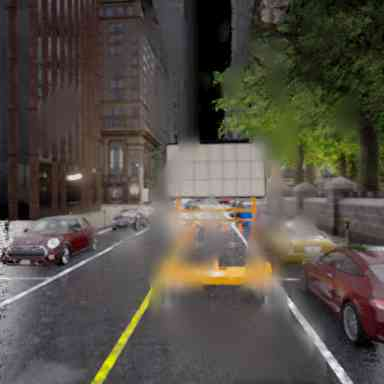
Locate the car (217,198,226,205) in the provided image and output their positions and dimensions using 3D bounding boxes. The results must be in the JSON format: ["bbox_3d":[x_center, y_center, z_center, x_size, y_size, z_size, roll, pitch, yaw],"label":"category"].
[{"bbox_3d":[7.398,2.034,76.736,2.192,1.841,5.009,-1,-1,3],"label":"car"}]

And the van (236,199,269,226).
[{"bbox_3d":[4.211,1.548,22.639,1.690,1.788,3.998,-1,-1,3],"label":"van"}]

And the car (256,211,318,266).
[{"bbox_3d":[3.573,1.621,11.778,1.752,1.417,4.829,-1,-1,3],"label":"car"}]

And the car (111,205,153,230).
[{"bbox_3d":[-4.298,1.851,23.127,2.008,1.369,4.403,-1,-1,3],"label":"car"}]

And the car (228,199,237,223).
[{"bbox_3d":[4.536,1.576,28.154,2.192,1.841,5.009,-1,-1,3],"label":"car"}]

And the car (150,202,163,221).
[{"bbox_3d":[-3.983,1.877,28.472,1.752,1.417,4.829,-1,-1,3],"label":"car"}]

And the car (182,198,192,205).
[{"bbox_3d":[-1.112,2.252,77.226,1.967,1.590,4.097,-1,-1,3],"label":"car"}]

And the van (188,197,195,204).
[{"bbox_3d":[-0.153,2.322,93.522,1.690,1.788,3.998,-1,-1,3],"label":"van"}]

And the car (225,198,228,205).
[{"bbox_3d":[4.862,1.627,33.668,2.192,1.841,5.009,0,-1,3],"label":"car"}]

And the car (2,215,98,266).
[{"bbox_3d":[-4.949,1.627,12.099,1.967,1.590,4.097,-1,-1,3],"label":"car"}]

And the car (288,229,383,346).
[{"bbox_3d":[3.238,1.618,6.093,1.802,1.307,4.206,-1,-1,3],"label":"car"}]

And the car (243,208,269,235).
[{"bbox_3d":[3.888,1.733,17.122,1.802,1.307,4.206,-1,-1,3],"label":"car"}]

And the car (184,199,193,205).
[{"bbox_3d":[-0.791,2.412,82.656,1.887,1.381,4.507,-1,-1,3],"label":"car"}]

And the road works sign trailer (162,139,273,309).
[{"bbox_3d":[0.574,0.550,8.060,2.380,3.560,2.880,-1,-1,3],"label":"road works sign trailer"}]

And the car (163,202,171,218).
[{"bbox_3d":[-3.649,1.846,34.157,1.967,1.590,4.097,-1,-1,3],"label":"car"}]

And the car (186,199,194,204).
[{"bbox_3d":[-0.471,2.490,88.088,1.947,1.339,4.313,-1,-1,3],"label":"car"}]

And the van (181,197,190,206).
[{"bbox_3d":[-1.432,2.098,71.796,1.690,1.788,3.998,-1,-1,3],"label":"van"}]

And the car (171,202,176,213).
[{"bbox_3d":[-2.997,2.070,45.184,1.947,1.339,4.313,0,-1,3],"label":"car"}]

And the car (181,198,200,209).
[{"bbox_3d":[-0.062,2.012,48.246,1.837,1.490,4.892,-1,-1,4],"label":"car"}]
